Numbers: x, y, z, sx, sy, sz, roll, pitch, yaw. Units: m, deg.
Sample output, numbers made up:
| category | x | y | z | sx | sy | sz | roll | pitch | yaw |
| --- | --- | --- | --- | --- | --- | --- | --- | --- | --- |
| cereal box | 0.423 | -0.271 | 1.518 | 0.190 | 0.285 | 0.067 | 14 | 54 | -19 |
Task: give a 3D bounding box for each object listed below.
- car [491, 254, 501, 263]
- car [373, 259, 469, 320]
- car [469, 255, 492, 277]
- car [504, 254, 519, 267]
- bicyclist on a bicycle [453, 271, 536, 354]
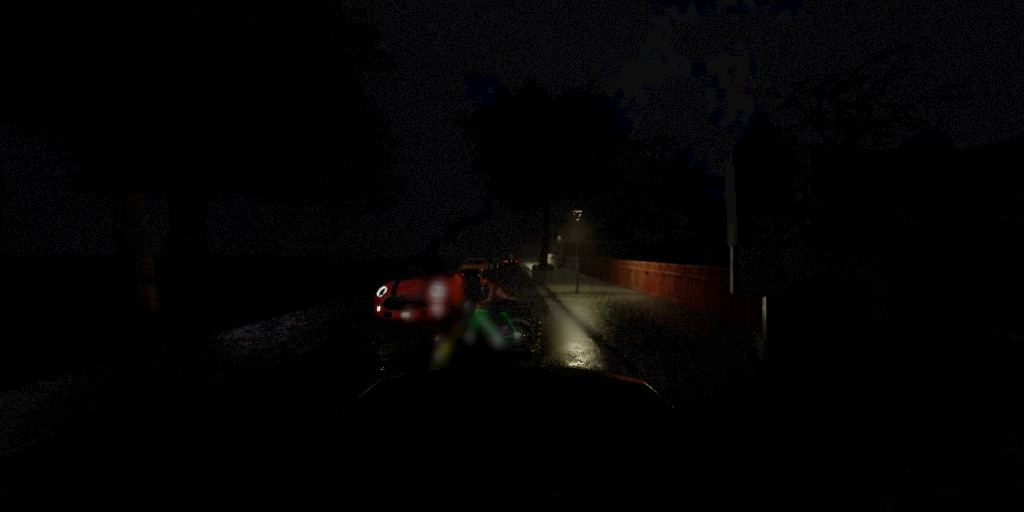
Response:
| category | x | y | z | sx | sy | sz | roll | pitch | yaw |
| --- | --- | --- | --- | --- | --- | --- | --- | --- | --- |
| car | -2.908 | 0.430 | 60.350 | 2.128 | 1.511 | 4.902 | 0 | 1 | 0 |
| car | -2.863 | 0.977 | 11.931 | 2.097 | 1.767 | 4.553 | 0 | 1 | 0 |
| car | -2.859 | 0.901 | 27.981 | 1.882 | 1.535 | 5.008 | 0 | 1 | 1 |
| car | -0.021 | 0.698 | 47.014 | 2.033 | 1.411 | 5.357 | 0 | 1 | 0 |
| bicyclist on a bicycle | -0.358 | 1.125 | 7.061 | 1.656 | 1.620 | 0.582 | -1 | 1 | 0 |
